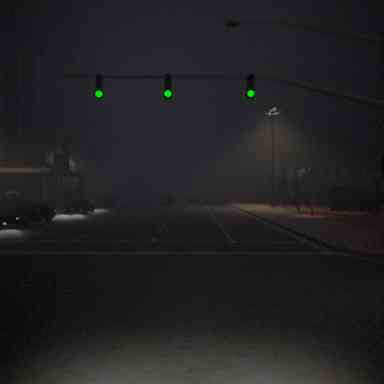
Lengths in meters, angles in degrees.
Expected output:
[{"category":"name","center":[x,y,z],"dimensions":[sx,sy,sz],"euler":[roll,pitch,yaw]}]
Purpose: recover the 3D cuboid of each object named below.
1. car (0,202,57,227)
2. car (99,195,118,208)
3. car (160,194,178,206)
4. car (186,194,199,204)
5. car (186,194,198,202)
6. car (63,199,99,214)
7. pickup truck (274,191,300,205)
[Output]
[{"category":"car","center":[-10.581,1.376,21.463],"dimensions":[2.033,1.411,5.357],"euler":[0,0,0]},{"category":"car","center":[-10.558,1.160,41.701],"dimensions":[2.128,1.511,4.902],"euler":[0,0,0]},{"category":"car","center":[-3.388,1.197,46.233],"dimensions":[1.994,1.385,4.181],"euler":[0,0,0]},{"category":"car","center":[0.112,1.199,50.733],"dimensions":[1.895,1.301,4.718],"euler":[0,0,0]},{"category":"car","center":[0.016,1.068,60.525],"dimensions":[2.033,1.411,5.357],"euler":[0,0,0]},{"category":"car","center":[-10.580,1.315,31.336],"dimensions":[1.994,1.385,4.181],"euler":[0,0,0]},{"category":"pickup truck","center":[13.133,0.697,45.727],"dimensions":[2.390,2.098,6.274],"euler":[0,1,31]}]
